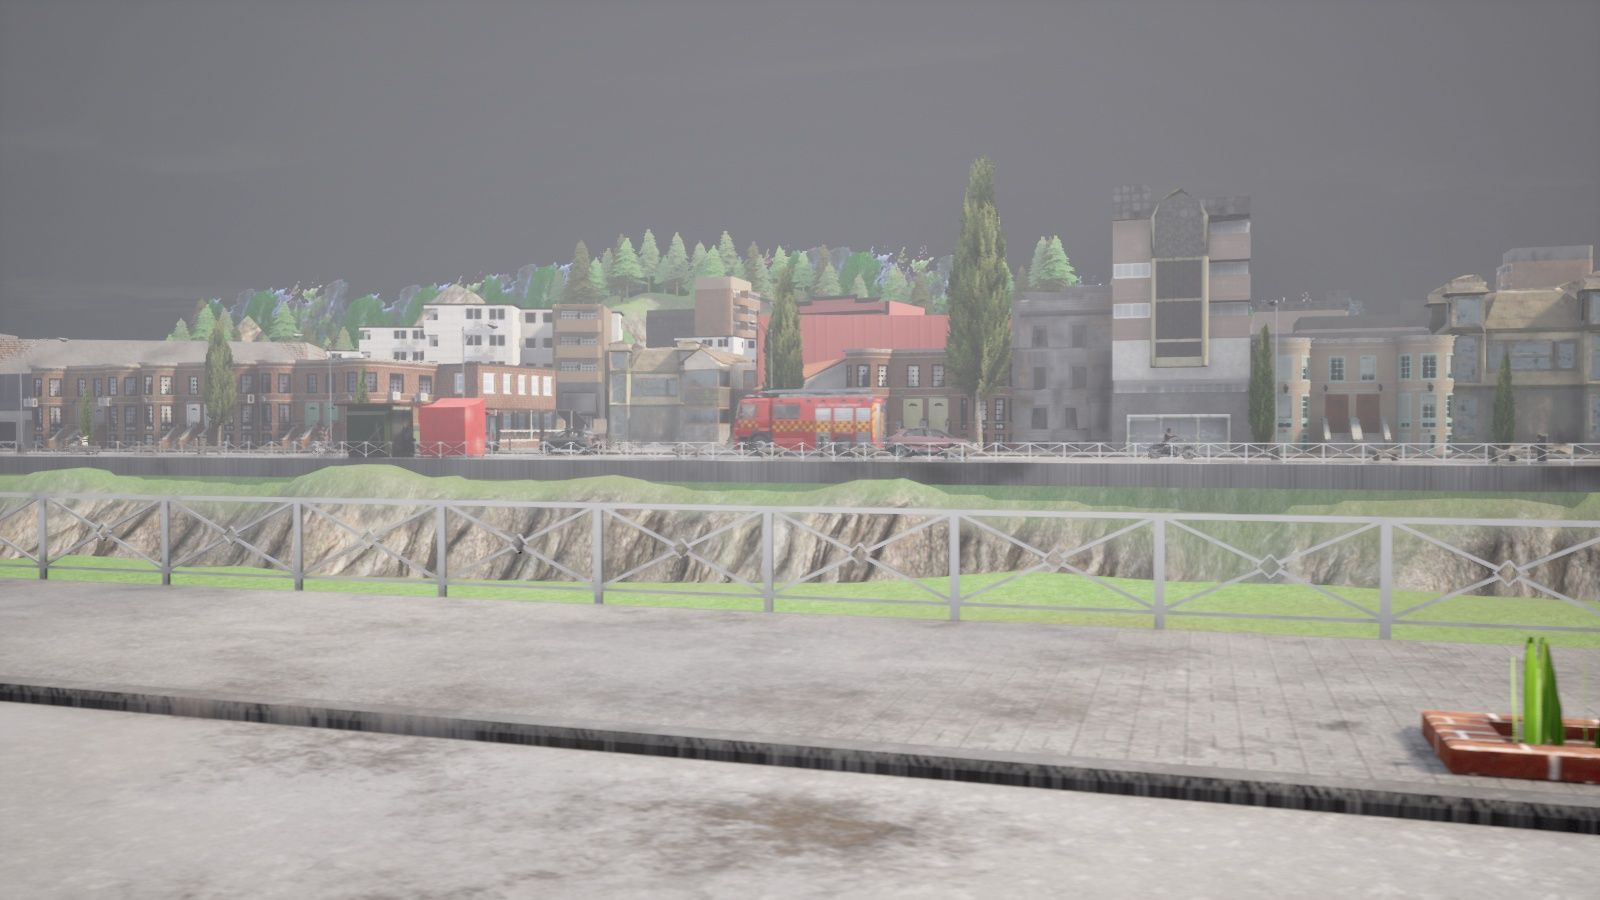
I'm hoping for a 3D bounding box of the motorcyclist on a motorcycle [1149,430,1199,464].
[{"bbox_3d":[18.629,-0.156,62.498,2.350,1.649,0.766,1,1,18],"label":"motorcyclist on a motorcycle"}]

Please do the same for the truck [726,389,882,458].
[{"bbox_3d":[0.230,-1.542,72.521,8.468,3.827,2.891,1,1,18],"label":"truck"}]

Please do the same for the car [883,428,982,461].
[{"bbox_3d":[7.010,-0.304,66.187,4.856,1.649,2.033,1,1,18],"label":"car"}]

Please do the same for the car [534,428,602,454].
[{"bbox_3d":[-14.218,-0.557,77.124,3.705,1.549,1.789,1,1,18],"label":"car"}]
